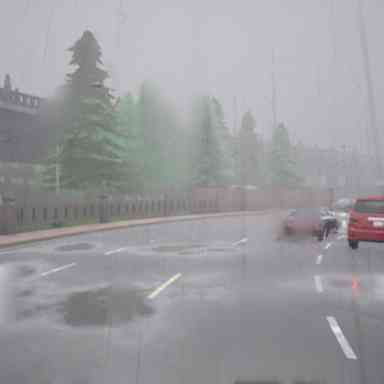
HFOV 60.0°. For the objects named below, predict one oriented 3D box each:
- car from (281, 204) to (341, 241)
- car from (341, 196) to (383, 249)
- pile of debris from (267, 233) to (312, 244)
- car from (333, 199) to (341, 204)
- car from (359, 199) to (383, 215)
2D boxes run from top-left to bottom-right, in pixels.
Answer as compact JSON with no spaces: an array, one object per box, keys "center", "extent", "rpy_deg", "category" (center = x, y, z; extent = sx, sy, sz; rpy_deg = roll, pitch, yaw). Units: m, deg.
[{"center":[6.009,1.487,16.686],"extent":[1.994,1.385,4.181],"rpy_deg":[1,0,35],"category":"car"},{"center":[7.907,1.171,13.711],"extent":[2.150,2.045,5.566],"rpy_deg":[0,1,34],"category":"car"},{"center":[4.489,2.115,15.216],"extent":[1.500,0.140,1.860],"rpy_deg":[0,0,32],"category":"pile of debris"},{"center":[16.548,1.393,35.536],"extent":[4.674,1.442,1.812],"rpy_deg":[0,0,-37],"category":"car"},{"center":[18.840,1.424,32.877],"extent":[5.357,1.411,2.033],"rpy_deg":[0,0,-37],"category":"car"}]
